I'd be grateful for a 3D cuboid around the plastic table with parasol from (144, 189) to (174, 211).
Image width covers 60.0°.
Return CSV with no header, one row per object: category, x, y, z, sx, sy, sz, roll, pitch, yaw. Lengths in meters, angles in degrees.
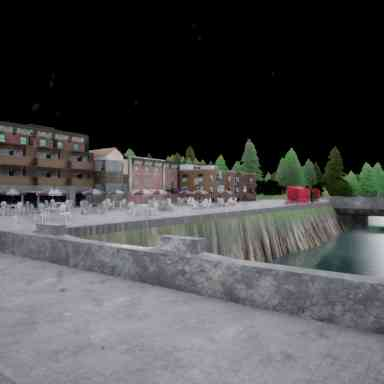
plastic table with parasol,-3.931,0.925,39.847,2.482,2.480,2.482,0,0,36
